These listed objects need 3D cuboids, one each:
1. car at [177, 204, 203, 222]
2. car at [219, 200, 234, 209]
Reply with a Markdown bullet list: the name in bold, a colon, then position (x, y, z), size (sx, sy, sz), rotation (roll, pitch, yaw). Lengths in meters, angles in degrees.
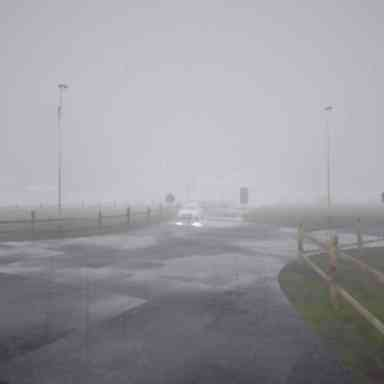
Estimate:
- **car**: position (-0.101, 1.811, 29.904), size (1.812, 1.442, 4.674), rotation (0, 0, 9)
- **car**: position (5.807, 2.007, 55.858), size (2.033, 1.411, 5.357), rotation (0, 0, 16)
